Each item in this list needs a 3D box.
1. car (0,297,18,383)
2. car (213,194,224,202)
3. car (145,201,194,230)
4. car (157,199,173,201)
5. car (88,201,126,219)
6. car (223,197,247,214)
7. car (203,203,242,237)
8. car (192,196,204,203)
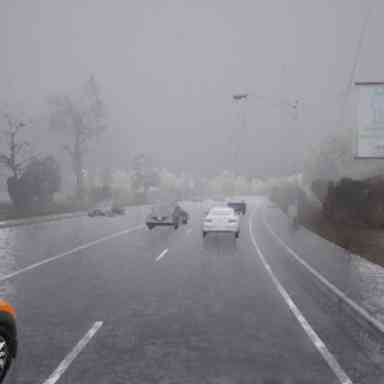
[{"bbox_3d":[-3.228,1.339,2.270,2.097,1.767,4.553,0,0,1],"label":"car"},{"bbox_3d":[6.051,1.342,73.921,2.097,1.767,4.553,0,0,13],"label":"car"},{"bbox_3d":[-1.446,1.536,21.239,2.033,1.411,5.357,0,0,9],"label":"car"},{"bbox_3d":[-2.842,1.466,34.137,2.128,1.511,4.902,0,0,12],"label":"car"},{"bbox_3d":[-7.384,1.519,29.083,1.994,1.385,4.181,0,0,11],"label":"car"},{"bbox_3d":[4.846,1.490,35.722,1.882,1.535,5.008,0,0,12],"label":"car"},{"bbox_3d":[1.649,1.530,18.089,1.812,1.442,4.674,0,0,8],"label":"car"},{"bbox_3d":[1.299,1.501,68.722,2.033,1.411,5.357,0,0,13],"label":"car"}]
